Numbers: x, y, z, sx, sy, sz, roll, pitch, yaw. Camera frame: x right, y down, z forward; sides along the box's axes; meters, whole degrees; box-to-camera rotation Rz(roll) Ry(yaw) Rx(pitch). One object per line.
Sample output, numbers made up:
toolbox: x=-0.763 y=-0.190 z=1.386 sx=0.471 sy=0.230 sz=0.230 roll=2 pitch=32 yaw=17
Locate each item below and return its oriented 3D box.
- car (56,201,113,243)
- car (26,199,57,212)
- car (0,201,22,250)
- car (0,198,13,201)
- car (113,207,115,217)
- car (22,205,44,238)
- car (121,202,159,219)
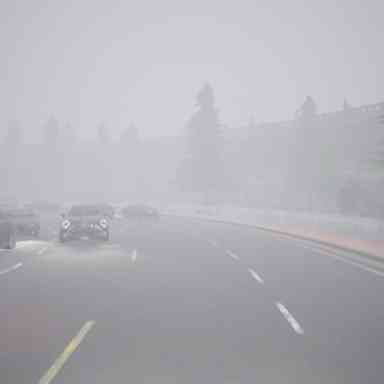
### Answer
car: x=-5.212 y=1.379 z=16.243 sx=2.097 sy=1.767 sz=4.553 roll=0 pitch=0 yaw=-18
car: x=-17.732 y=1.588 z=39.445 sx=4.674 sy=1.442 sz=1.812 roll=0 pitch=0 yaw=24
car: x=-7.798 y=1.369 z=11.318 sx=2.097 sy=1.767 sz=4.553 roll=0 pitch=0 yaw=-10
car: x=-21.998 y=1.410 z=37.334 sx=4.553 sy=1.767 sz=2.097 roll=0 pitch=0 yaw=19
car: x=-8.505 y=1.551 z=28.976 sx=1.837 sy=1.490 sz=4.892 roll=0 pitch=0 yaw=-43
car: x=-8.976 y=1.613 z=17.321 sx=1.994 sy=1.385 sz=4.181 roll=0 pitch=0 yaw=-23
car: x=-4.683 y=1.611 z=29.443 sx=1.994 sy=1.385 sz=4.181 roll=0 pitch=0 yaw=-37
